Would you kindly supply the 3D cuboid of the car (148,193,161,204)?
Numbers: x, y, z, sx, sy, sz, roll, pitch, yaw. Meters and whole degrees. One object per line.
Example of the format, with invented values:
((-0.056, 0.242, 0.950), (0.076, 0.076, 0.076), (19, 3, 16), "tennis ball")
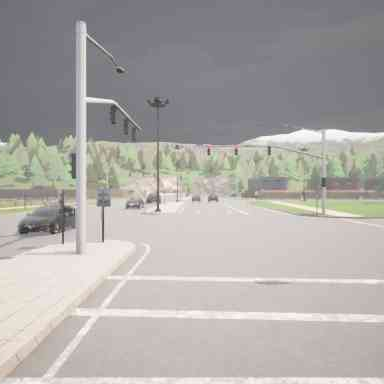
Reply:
((-7.230, 1.226, 63.126), (2.150, 2.045, 5.566), (0, 0, 1), "car")

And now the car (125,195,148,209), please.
((-7.573, 1.491, 44.319), (2.128, 1.511, 4.902), (0, 0, 1), "car")

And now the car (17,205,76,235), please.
((-7.929, 1.505, 18.822), (1.837, 1.490, 4.892), (0, 0, 1), "car")

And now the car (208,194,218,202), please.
((4.377, 1.188, 69.710), (2.097, 1.767, 4.553), (0, 0, 1), "car")

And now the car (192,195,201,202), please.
((0.878, 1.358, 69.786), (2.128, 1.511, 4.902), (0, 0, 1), "car")
